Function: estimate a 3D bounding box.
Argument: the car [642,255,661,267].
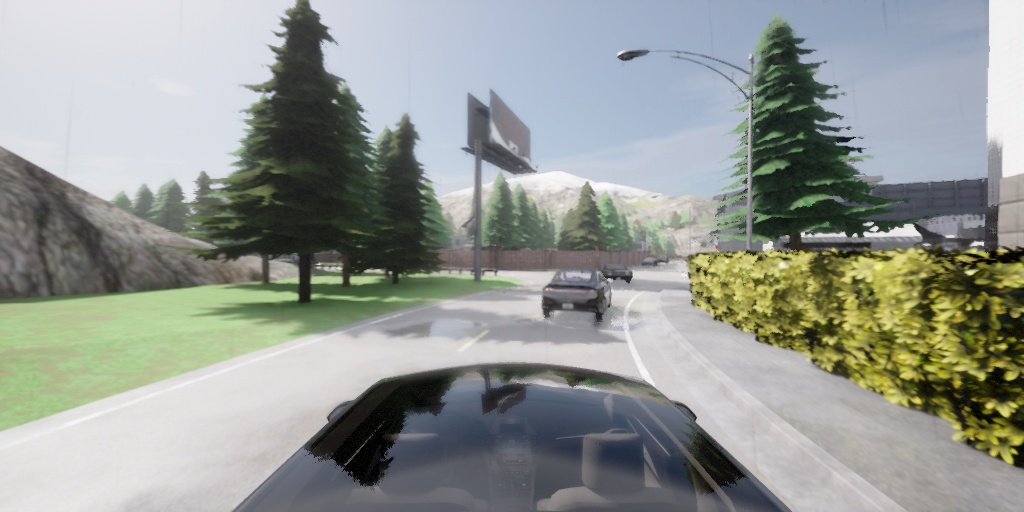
[{"bbox_3d":[21.914,0.968,57.013,1.882,1.535,5.008,1,1,30],"label":"car"}]

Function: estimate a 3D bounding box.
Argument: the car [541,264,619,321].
[{"bbox_3d":[2.344,1.182,12.300,2.128,1.511,4.902,0,0,19],"label":"car"}]

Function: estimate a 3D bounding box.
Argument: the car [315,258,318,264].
[{"bbox_3d":[-29.674,0.626,50.605,5.357,1.411,2.033,1,0,29],"label":"car"}]

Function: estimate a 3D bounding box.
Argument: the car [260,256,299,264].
[{"bbox_3d":[-30.201,0.703,46.805,4.718,1.301,1.895,0,0,28],"label":"car"}]

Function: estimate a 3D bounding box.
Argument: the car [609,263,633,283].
[{"bbox_3d":[7.234,1.197,26.124,1.895,1.301,4.718,0,1,4],"label":"car"}]
